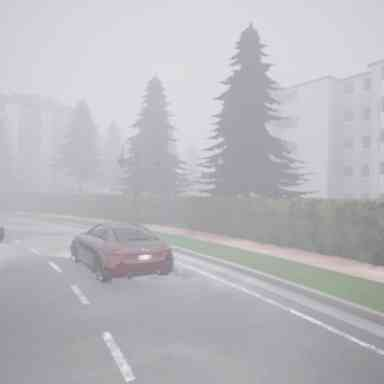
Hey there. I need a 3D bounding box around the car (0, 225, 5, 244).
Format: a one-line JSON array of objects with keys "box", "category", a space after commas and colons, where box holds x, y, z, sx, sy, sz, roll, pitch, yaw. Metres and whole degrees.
[{"box": [-9.190, 1.490, 13.646, 1.895, 1.301, 4.718, 1, 0, -40], "category": "car"}]

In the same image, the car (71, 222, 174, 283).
[{"box": [-2.206, 1.566, 9.901, 1.994, 1.385, 4.181, 1, 0, -32], "category": "car"}]
